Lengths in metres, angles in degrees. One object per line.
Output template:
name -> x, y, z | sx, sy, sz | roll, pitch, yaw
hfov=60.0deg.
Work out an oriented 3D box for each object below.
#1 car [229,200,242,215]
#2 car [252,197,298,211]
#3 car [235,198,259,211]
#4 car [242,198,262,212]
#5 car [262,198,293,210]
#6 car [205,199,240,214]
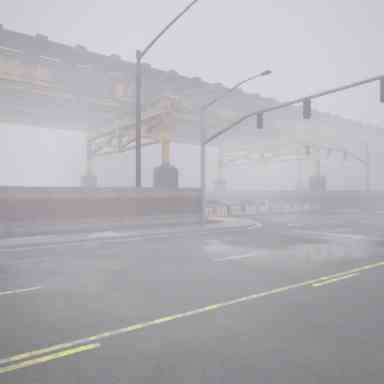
car -> 2.321, 1.447, 33.693 | 4.974, 1.542, 2.038 | 0, 0, 8
car -> 9.978, 1.444, 40.136 | 4.974, 1.542, 2.038 | 0, 0, -7
car -> 6.083, 1.288, 36.427 | 1.853, 1.218, 4.536 | 0, 0, 18
car -> 6.067, 1.446, 36.377 | 2.038, 1.542, 4.974 | 0, 0, 18
car -> 9.926, 1.287, 40.130 | 4.536, 1.218, 1.853 | 0, 0, -7
car -> 2.270, 1.289, 33.700 | 4.536, 1.218, 1.853 | 0, 0, 8
